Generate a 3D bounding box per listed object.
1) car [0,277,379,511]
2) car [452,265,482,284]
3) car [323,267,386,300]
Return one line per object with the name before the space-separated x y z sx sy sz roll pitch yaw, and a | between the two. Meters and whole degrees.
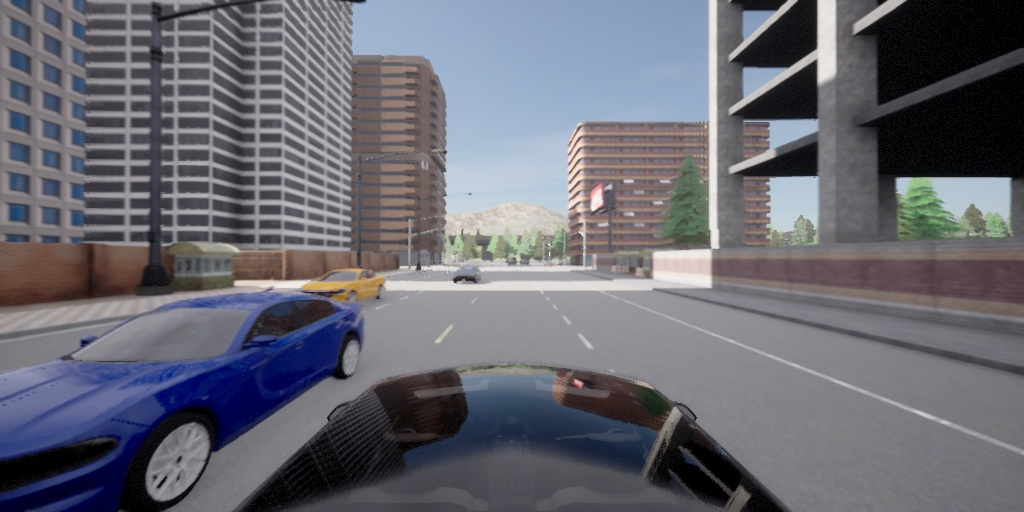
car | -3.597 1.235 4.513 1.882 1.535 5.008 0 0 0
car | -3.529 1.419 29.036 2.033 1.411 5.357 0 0 0
car | -7.089 1.279 15.504 1.882 1.535 5.008 0 -1 0
